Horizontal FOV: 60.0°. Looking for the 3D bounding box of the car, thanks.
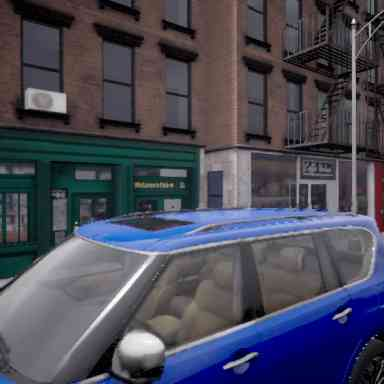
[{"bbox_3d":[-0.219,1.221,2.917,5.566,2.045,2.150,0,0,-36],"label":"car"}]
